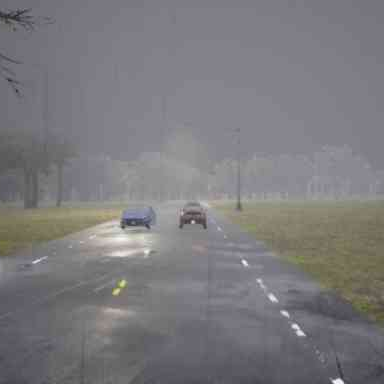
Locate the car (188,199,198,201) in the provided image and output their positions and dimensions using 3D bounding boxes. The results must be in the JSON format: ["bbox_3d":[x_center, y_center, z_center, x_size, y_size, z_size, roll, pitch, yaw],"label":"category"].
[{"bbox_3d":[0.095,1.695,43.399,1.837,1.490,4.892,0,1,0],"label":"car"}]

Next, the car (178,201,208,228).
[{"bbox_3d":[0.083,1.663,23.781,1.837,1.490,4.892,0,0,0],"label":"car"}]

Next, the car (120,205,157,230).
[{"bbox_3d":[-3.570,1.631,22.842,1.882,1.535,5.008,0,0,0],"label":"car"}]
